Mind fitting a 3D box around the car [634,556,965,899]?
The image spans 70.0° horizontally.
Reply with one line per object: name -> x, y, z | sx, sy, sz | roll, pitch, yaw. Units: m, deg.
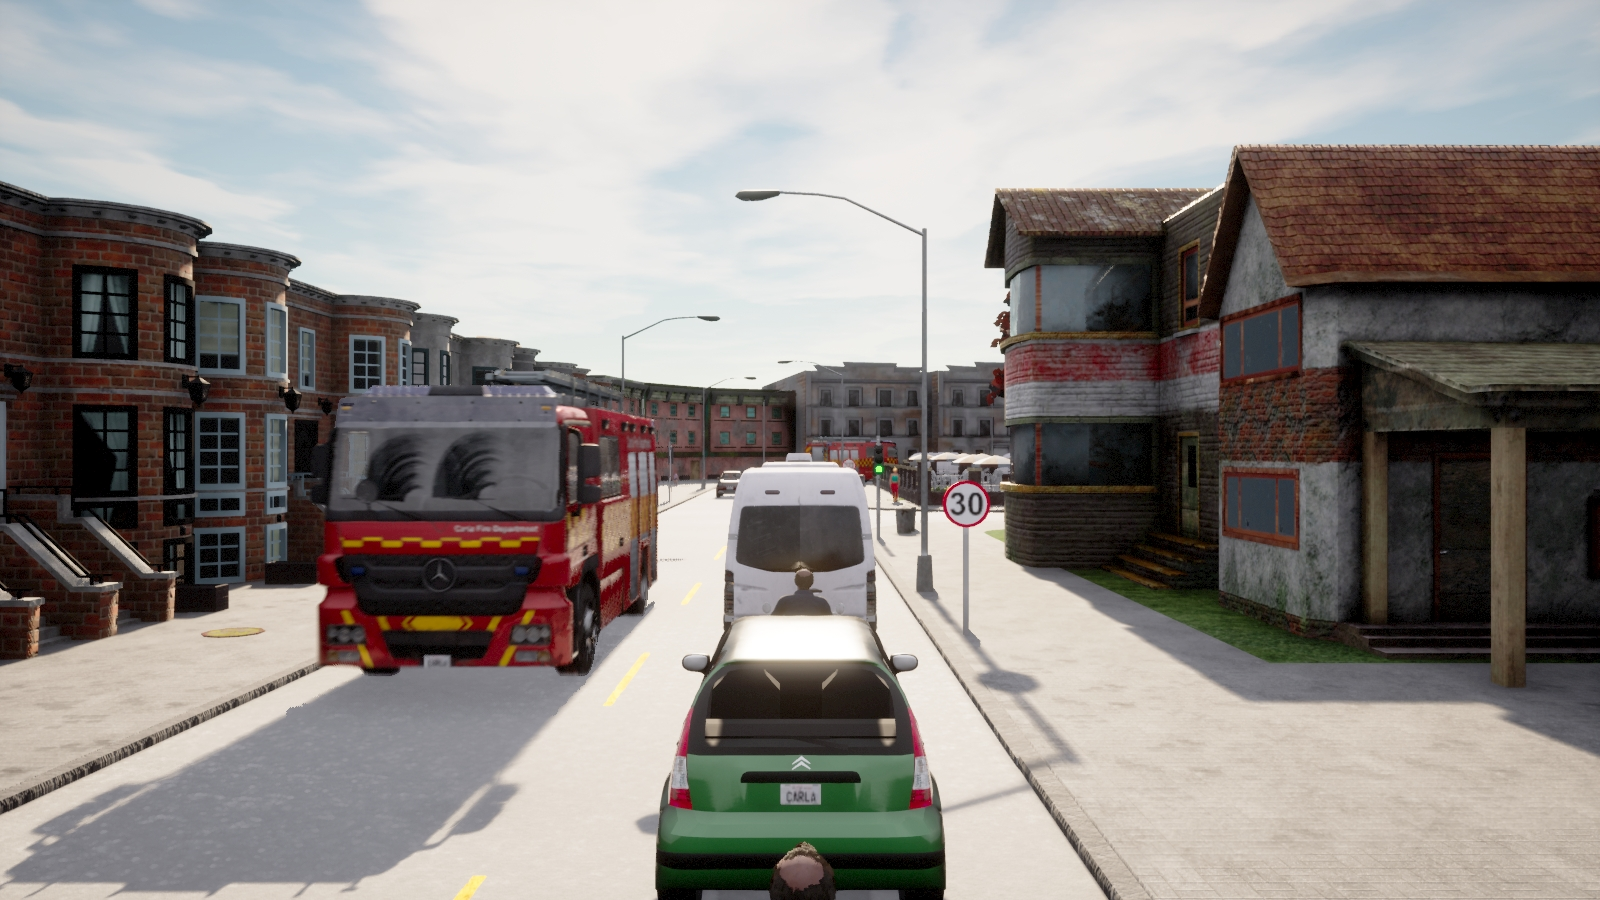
car -> -0.003, 1.776, 8.384 | 1.851, 1.617, 3.988 | 0, 0, 0

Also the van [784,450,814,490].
van -> -0.059, 1.286, 76.777 | 1.988, 2.561, 5.915 | 0, 0, 0

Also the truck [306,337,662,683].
truck -> -4.005, 0.664, 16.848 | 2.891, 3.827, 8.468 | 0, 0, 0

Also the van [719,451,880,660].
van -> -0.006, 1.308, 17.043 | 1.988, 2.561, 5.915 | 0, 0, 0

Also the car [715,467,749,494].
car -> -4.014, 1.781, 67.520 | 1.789, 1.549, 3.705 | 0, 0, 0

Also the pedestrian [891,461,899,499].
pedestrian -> 4.768, 1.494, 57.193 | 0.375, 1.860, 0.375 | 0, 0, 0
